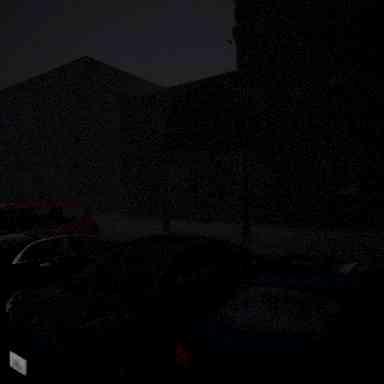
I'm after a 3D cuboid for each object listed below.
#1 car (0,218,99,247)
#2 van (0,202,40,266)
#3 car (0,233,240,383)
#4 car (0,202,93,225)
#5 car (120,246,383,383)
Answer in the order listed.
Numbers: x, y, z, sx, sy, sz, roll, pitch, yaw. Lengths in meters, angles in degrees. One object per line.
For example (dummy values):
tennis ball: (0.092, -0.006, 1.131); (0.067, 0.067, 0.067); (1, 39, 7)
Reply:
car: (-2.852, 1.551, 7.380); (2.231, 1.521, 4.892); (-1, 0, 35)
van: (-7.444, 1.388, 10.519); (1.878, 1.987, 4.442); (-1, 0, 35)
car: (-0.604, 1.548, 5.748); (2.163, 1.488, 4.792); (-1, 0, 36)
car: (-5.131, 1.329, 8.979); (2.435, 2.045, 5.566); (-1, 0, 35)
car: (1.573, 1.530, 4.230); (2.002, 1.452, 4.674); (-1, 0, 35)
